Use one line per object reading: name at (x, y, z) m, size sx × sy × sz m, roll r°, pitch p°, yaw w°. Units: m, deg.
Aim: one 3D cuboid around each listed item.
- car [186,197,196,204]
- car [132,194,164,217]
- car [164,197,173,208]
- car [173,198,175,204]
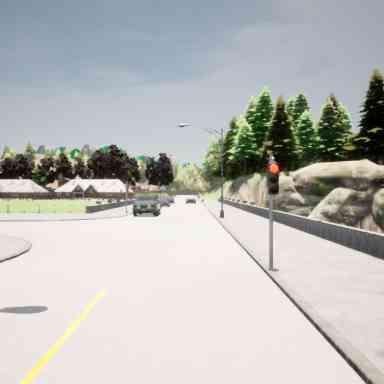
car at (-0.180, 1.601, 63.408) m, size 1.895 × 1.301 × 4.718 m, roll 0°, pitch 0°, yaw 0°
car at (-4.184, 1.222, 31.438) m, size 2.150 × 2.045 × 5.566 m, roll 0°, pitch 0°, yaw 0°
car at (-4.237, 1.525, 49.103) m, size 1.812 × 1.442 × 4.674 m, roll 0°, pitch 0°, yaw 0°
car at (-4.235, 1.547, 62.328) m, size 2.033 × 1.411 × 5.357 m, roll 0°, pitch 0°, yaw 0°
